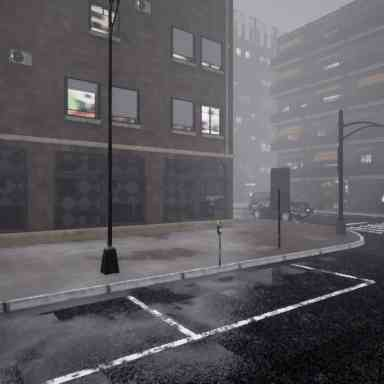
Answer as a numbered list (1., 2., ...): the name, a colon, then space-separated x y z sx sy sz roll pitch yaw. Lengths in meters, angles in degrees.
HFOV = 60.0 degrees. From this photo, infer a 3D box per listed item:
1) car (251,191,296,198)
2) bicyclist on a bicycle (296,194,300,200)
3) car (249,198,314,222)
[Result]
1. car: 7.135 0.988 27.301 2.150 2.045 5.566 0 1 -36
2. bicyclist on a bicycle: 11.485 1.011 36.175 1.656 1.620 0.582 0 1 -36
3. car: 6.227 1.342 24.159 2.008 1.369 4.403 1 0 -36
